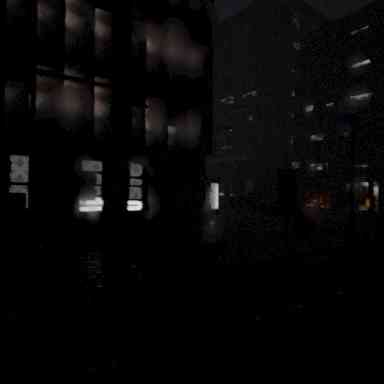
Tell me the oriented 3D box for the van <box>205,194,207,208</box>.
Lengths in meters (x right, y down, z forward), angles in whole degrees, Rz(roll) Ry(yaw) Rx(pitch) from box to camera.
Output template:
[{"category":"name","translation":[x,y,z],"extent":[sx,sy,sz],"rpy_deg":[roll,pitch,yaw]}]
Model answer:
[{"category":"van","translation":[-0.024,0.969,34.672],"extent":[1.690,1.788,3.998],"rpy_deg":[2,0,-36]}]

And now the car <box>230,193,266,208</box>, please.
[{"category":"car","translation":[6.750,1.059,39.606],"extent":[2.192,1.841,5.009],"rpy_deg":[2,0,-36]}]

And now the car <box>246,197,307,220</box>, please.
[{"category":"car","translation":[6.621,1.348,25.521],"extent":[1.887,1.381,4.507],"rpy_deg":[2,0,-36]}]
